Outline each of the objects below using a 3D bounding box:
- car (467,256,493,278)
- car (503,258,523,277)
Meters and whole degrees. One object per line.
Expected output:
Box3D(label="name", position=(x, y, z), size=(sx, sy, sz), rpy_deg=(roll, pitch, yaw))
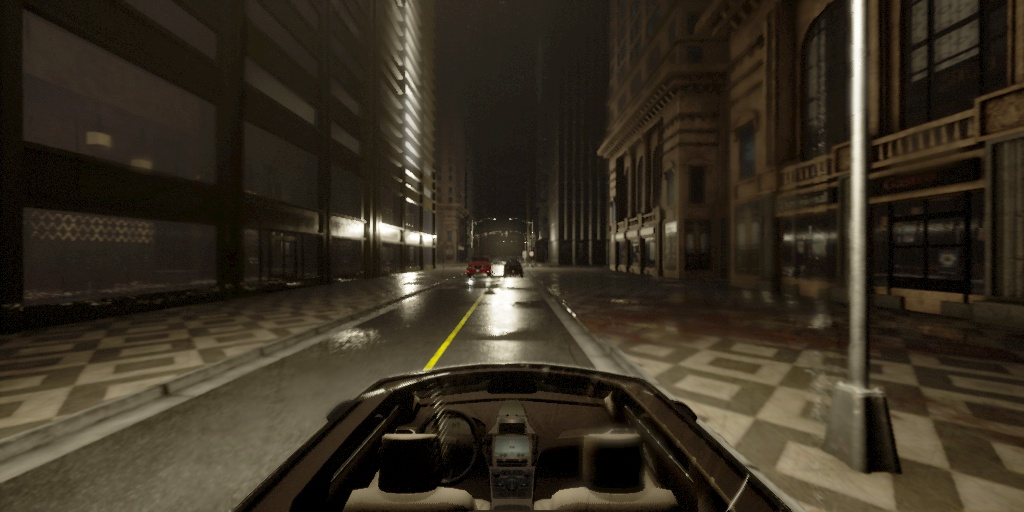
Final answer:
Box3D(label="car", position=(-3.084, 0.980, 35.089), size=(2.150, 2.045, 5.566), rpy_deg=(0, 0, 0))
Box3D(label="car", position=(0.110, 1.234, 35.327), size=(1.882, 1.535, 5.008), rpy_deg=(0, 0, 0))
